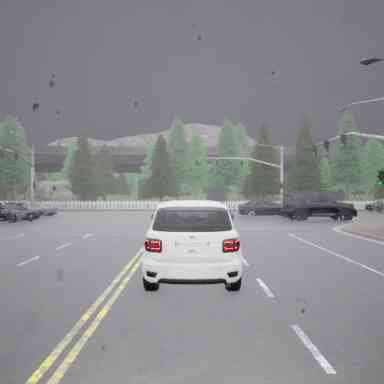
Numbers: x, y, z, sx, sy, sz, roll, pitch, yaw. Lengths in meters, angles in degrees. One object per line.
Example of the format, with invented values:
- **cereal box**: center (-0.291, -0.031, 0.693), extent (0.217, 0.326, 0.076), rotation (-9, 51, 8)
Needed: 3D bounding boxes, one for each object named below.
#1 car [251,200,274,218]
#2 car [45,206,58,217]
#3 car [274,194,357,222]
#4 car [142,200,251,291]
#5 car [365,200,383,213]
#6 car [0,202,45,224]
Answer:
- **car**: center (6.462, 1.467, 28.906), extent (4.892, 1.490, 1.837), rotation (0, 0, 0)
- **car**: center (-14.185, 1.549, 28.796), extent (4.718, 1.301, 1.895), rotation (0, 0, 0)
- **car**: center (9.557, 1.181, 25.421), extent (5.566, 2.045, 2.150), rotation (0, 0, 0)
- **car**: center (0.008, 1.221, 9.127), extent (2.150, 2.045, 5.566), rotation (0, 0, 0)
- **car**: center (21.209, 1.508, 36.156), extent (4.181, 1.385, 1.994), rotation (0, 0, 0)
- **car**: center (-13.374, 1.522, 24.234), extent (4.181, 1.385, 1.994), rotation (1, 0, 15)
